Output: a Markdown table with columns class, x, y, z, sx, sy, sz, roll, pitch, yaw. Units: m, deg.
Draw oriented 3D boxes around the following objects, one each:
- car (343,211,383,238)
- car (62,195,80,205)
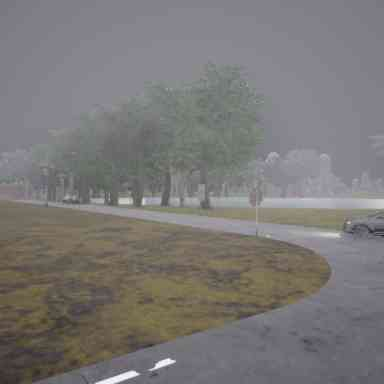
| class | x | y | z | sx | sy | sz | roll | pitch | yaw |
| --- | --- | --- | --- | --- | --- | --- | --- | --- | --- |
| car | 9.769 | 1.587 | 16.407 | 4.181 | 1.385 | 1.994 | 1 | 0 | 25 |
| car | -21.513 | 1.311 | 58.966 | 2.097 | 1.767 | 4.553 | 1 | -1 | -35 |
